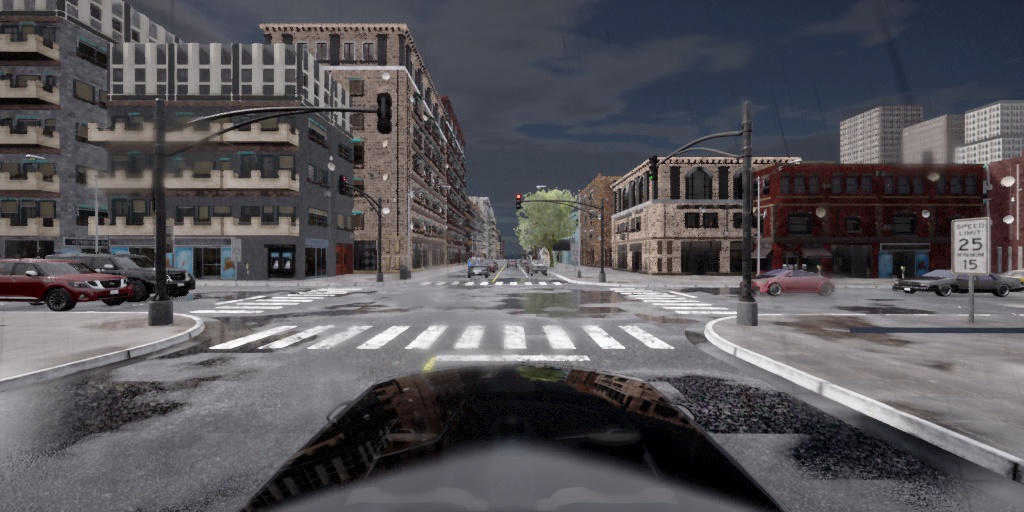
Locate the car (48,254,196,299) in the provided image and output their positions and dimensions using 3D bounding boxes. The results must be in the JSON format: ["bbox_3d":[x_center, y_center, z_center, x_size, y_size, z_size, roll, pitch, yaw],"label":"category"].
[{"bbox_3d":[-17.427,0.921,15.875,5.566,2.045,2.150,0,0,0],"label":"car"}]

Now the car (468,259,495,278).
[{"bbox_3d":[-3.105,1.266,34.360,2.128,1.511,4.902,0,0,0],"label":"car"}]

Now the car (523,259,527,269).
[{"bbox_3d":[2.687,1.228,42.707,1.967,1.591,4.097,0,0,0],"label":"car"}]

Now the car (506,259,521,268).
[{"bbox_3d":[-0.005,1.319,63.366,2.128,1.511,4.902,0,0,0],"label":"car"}]

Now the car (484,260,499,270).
[{"bbox_3d":[-3.090,1.372,54.264,1.994,1.385,4.181,0,0,0],"label":"car"}]

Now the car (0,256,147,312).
[{"bbox_3d":[-17.278,1.013,13.289,5.009,1.841,2.192,0,0,0],"label":"car"}]

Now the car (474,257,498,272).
[{"bbox_3d":[-3.102,1.143,44.254,2.097,1.767,4.553,0,0,0],"label":"car"}]

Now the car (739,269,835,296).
[{"bbox_3d":[14.717,1.387,19.308,4.181,1.385,1.994,0,0,0],"label":"car"}]

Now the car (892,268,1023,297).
[{"bbox_3d":[24.018,1.412,19.376,5.357,1.411,2.033,0,0,0],"label":"car"}]

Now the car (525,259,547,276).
[{"bbox_3d":[2.687,1.330,37.010,2.007,1.370,4.403,0,0,0],"label":"car"}]
